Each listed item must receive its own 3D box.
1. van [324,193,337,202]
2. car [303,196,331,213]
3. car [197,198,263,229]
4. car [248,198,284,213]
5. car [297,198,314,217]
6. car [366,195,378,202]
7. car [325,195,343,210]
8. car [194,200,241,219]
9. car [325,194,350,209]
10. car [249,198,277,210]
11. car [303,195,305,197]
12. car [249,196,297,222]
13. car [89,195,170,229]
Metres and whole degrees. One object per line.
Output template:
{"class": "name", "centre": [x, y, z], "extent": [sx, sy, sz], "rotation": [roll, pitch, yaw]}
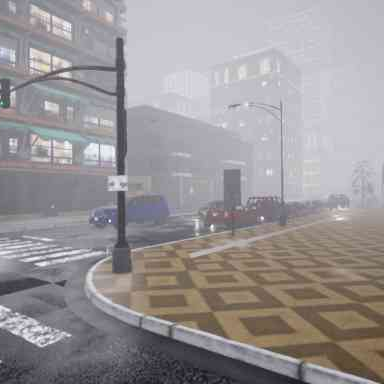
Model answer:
{"class": "van", "centre": [29.326, 1.229, 70.452], "extent": [1.690, 1.788, 3.998], "rotation": [-1, 0, 36]}
{"class": "car", "centre": [12.438, 1.421, 34.262], "extent": [1.887, 1.381, 4.507], "rotation": [-1, 0, 36]}
{"class": "car", "centre": [2.481, 1.352, 20.757], "extent": [1.967, 1.590, 4.097], "rotation": [-1, 0, 36]}
{"class": "car", "centre": [8.593, 1.490, 38.156], "extent": [2.033, 1.411, 5.357], "rotation": [-1, 0, 37]}
{"class": "car", "centre": [9.120, 1.470, 29.760], "extent": [1.802, 1.307, 4.206], "rotation": [-1, 0, 36]}
{"class": "car", "centre": [35.670, 1.334, 65.775], "extent": [1.887, 1.381, 4.507], "rotation": [-1, 0, 36]}
{"class": "car", "centre": [15.757, 1.415, 38.764], "extent": [2.008, 1.369, 4.403], "rotation": [-1, 0, 36]}
{"class": "car", "centre": [2.367, 1.470, 29.723], "extent": [1.837, 1.490, 4.892], "rotation": [-1, 0, 37]}
{"class": "car", "centre": [19.074, 1.167, 43.267], "extent": [2.192, 1.841, 5.009], "rotation": [-1, 0, 36]}
{"class": "car", "centre": [9.314, 1.489, 43.303], "extent": [1.752, 1.417, 4.829], "rotation": [-1, 0, 36]}
{"class": "car", "centre": [22.589, 1.439, 61.311], "extent": [1.752, 1.417, 4.829], "rotation": [-1, 0, 36]}
{"class": "car", "centre": [5.798, 1.215, 25.259], "extent": [2.192, 1.841, 5.009], "rotation": [-1, 0, 36]}
{"class": "car", "centre": [-3.812, 1.208, 21.311], "extent": [2.150, 2.045, 5.566], "rotation": [-1, 0, 38]}
